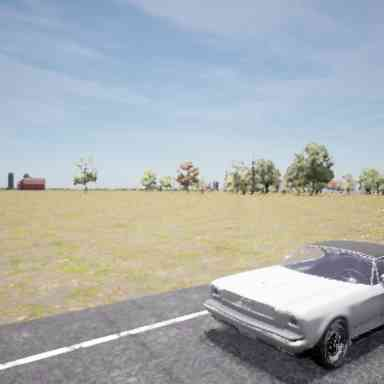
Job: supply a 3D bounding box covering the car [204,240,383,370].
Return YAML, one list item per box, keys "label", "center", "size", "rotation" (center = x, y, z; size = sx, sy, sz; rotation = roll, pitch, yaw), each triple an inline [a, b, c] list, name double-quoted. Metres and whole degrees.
- label: "car"
  center: [2.538, 1.595, 5.802]
  size: [4.718, 1.301, 1.895]
  rotation: [0, 0, -35]
